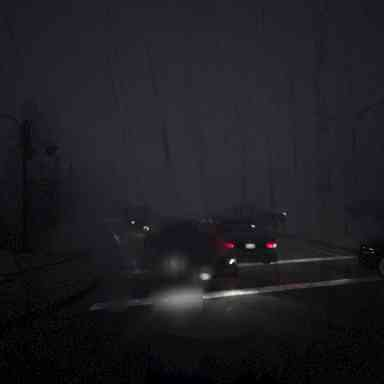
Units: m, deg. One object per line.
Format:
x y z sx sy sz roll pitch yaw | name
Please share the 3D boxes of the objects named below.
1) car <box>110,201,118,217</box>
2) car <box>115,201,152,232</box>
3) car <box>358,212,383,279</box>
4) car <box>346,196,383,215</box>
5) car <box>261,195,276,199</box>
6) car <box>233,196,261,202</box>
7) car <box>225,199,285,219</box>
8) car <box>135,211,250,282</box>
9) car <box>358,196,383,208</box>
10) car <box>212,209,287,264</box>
-6.570 1.514 30.886 2.033 1.411 5.357 0 0 -17 | car
-3.287 1.529 20.462 2.033 1.411 5.357 0 0 -17 | car
6.786 1.475 8.007 5.008 1.535 1.882 0 0 36 | car
15.535 1.355 29.286 1.970 1.475 3.806 0 0 -17 | car
10.231 1.277 47.183 2.152 1.636 5.027 0 0 -17 | car
7.246 1.287 46.218 2.007 1.523 4.514 0 0 -17 | car
3.029 1.468 18.987 5.357 1.411 2.033 -4 2 -36 | car
-0.368 1.543 10.145 2.033 1.411 5.357 0 0 -15 | car
23.800 1.273 43.299 1.845 1.501 3.633 0 0 -17 | car
1.456 1.541 11.723 2.033 1.411 5.357 0 0 -4 | car
